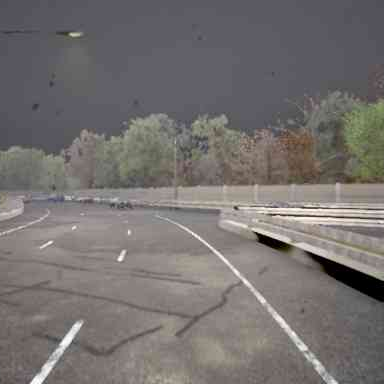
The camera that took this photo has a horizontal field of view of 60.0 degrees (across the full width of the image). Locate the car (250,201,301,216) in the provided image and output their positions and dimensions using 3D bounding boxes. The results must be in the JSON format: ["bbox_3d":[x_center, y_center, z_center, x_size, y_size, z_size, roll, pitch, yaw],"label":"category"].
[{"bbox_3d":[6.095,1.497,26.298,4.902,1.511,2.128,0,0,39],"label":"car"}]

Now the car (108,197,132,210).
[{"bbox_3d":[-9.975,1.438,45.876,2.097,1.767,4.553,0,0,-32],"label":"car"}]

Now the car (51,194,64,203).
[{"bbox_3d":[-32.012,1.462,78.041,5.566,2.045,2.150,0,0,44],"label":"car"}]

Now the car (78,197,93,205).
[{"bbox_3d":[-20.595,1.653,64.174,1.882,1.535,5.008,0,0,-34],"label":"car"}]

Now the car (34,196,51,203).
[{"bbox_3d":[-34.894,1.761,75.899,5.357,1.411,2.033,0,0,44],"label":"car"}]

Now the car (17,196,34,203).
[{"bbox_3d":[-37.391,1.772,73.446,4.181,1.385,1.994,0,0,44],"label":"car"}]

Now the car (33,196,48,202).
[{"bbox_3d":[-39.300,1.830,86.145,2.128,1.511,4.902,0,0,-42],"label":"car"}]
